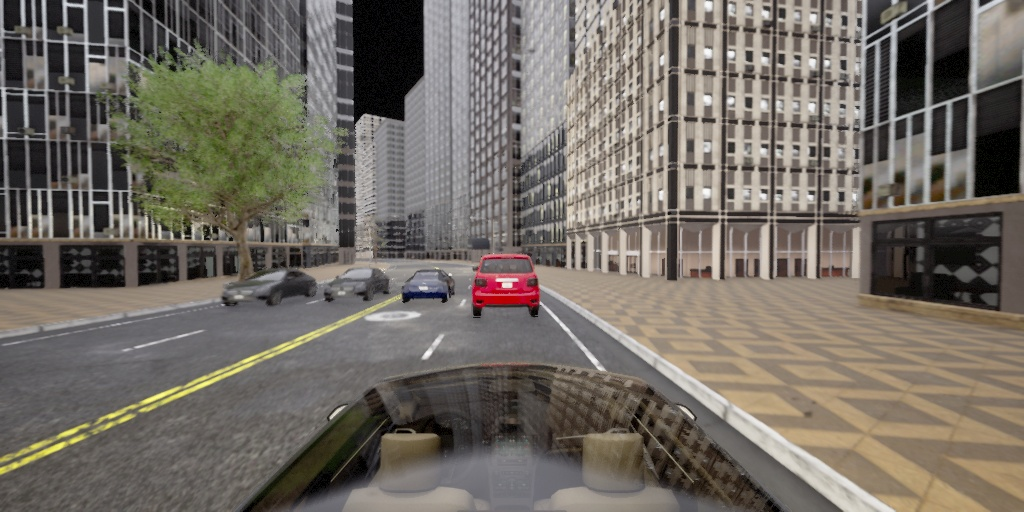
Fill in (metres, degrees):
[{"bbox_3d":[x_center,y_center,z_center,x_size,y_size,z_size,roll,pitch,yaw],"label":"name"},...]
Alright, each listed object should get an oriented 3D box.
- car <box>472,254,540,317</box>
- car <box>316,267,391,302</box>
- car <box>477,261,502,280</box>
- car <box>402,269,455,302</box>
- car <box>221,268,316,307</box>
[{"bbox_3d":[-0.283,0.950,13.252,2.150,2.045,5.566,0,0,-3],"label":"car"},{"bbox_3d":[-7.130,1.267,17.032,1.812,1.442,4.674,0,0,-3],"label":"car"},{"bbox_3d":[-2.012,1.202,31.354,1.837,1.490,4.892,0,0,-8],"label":"car"},{"bbox_3d":[-3.787,1.295,16.811,1.994,1.385,4.181,0,0,-4],"label":"car"},{"bbox_3d":[-10.313,1.278,15.699,1.812,1.442,4.674,0,0,-3],"label":"car"}]
